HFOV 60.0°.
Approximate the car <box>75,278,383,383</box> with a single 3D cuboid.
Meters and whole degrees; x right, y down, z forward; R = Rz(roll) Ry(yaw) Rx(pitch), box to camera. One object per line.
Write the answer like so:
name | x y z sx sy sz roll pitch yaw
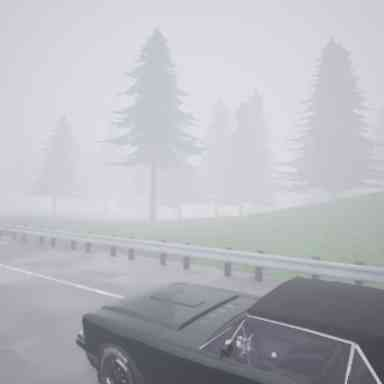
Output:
car | 0.972 1.601 3.300 4.718 1.301 1.895 0 0 35
